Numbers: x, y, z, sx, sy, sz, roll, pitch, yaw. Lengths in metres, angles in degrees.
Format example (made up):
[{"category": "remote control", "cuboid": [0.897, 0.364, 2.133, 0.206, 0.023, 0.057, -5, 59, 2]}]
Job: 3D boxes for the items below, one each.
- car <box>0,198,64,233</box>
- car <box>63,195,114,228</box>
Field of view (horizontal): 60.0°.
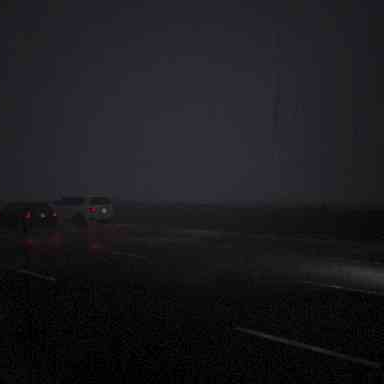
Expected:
[{"category": "car", "cuboid": [-10.031, 1.350, 19.739, 4.553, 1.767, 2.097, 0, 0, 35]}, {"category": "car", "cuboid": [-7.671, 1.219, 22.354, 5.566, 2.045, 2.150, 0, 0, 35]}]
